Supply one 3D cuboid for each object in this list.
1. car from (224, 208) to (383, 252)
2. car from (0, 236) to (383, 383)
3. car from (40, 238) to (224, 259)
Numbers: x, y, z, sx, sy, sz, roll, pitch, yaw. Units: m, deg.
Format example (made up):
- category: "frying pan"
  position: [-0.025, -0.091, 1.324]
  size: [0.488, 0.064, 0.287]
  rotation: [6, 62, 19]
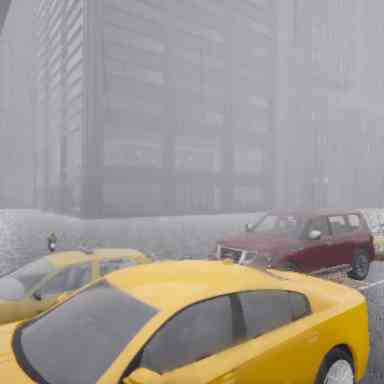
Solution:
- category: "car"
  position: [2.787, 1.382, 8.641]
  size: [5.009, 1.841, 2.192]
  rotation: [1, -1, -35]
- category: "car"
  position: [-0.279, 1.492, 3.179]
  size: [5.008, 1.535, 1.882]
  rotation: [1, 0, -36]
- category: "car"
  position: [-1.945, 1.538, 5.265]
  size: [4.829, 1.417, 1.752]
  rotation: [1, -1, -35]
